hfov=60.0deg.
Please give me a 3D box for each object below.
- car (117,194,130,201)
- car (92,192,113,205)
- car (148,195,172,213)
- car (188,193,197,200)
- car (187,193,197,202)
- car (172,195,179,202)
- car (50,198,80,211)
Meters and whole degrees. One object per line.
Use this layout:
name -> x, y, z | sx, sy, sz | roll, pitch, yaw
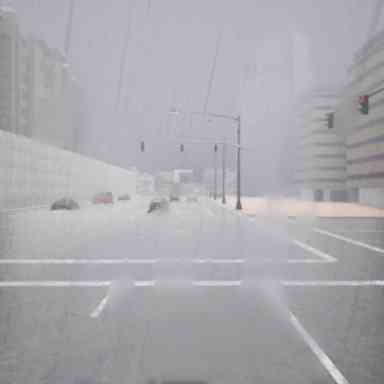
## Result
car -> -13.977, 1.162, 68.593 | 2.033, 1.411, 5.357 | 0, 0, 0
car -> -14.046, 0.948, 52.658 | 2.150, 2.045, 5.566 | 0, 0, 0
car -> -3.401, 1.342, 34.887 | 1.812, 1.442, 4.674 | 0, 0, 0
car -> 0.025, 1.029, 76.005 | 2.033, 1.411, 5.357 | 0, 0, 0
car -> 0.022, 1.134, 65.587 | 1.882, 1.535, 5.008 | 0, 0, 0
car -> -3.478, 1.255, 66.035 | 1.895, 1.301, 4.718 | 0, 0, 0
car -> -14.079, 1.370, 37.040 | 1.994, 1.385, 4.181 | 0, 0, 0
